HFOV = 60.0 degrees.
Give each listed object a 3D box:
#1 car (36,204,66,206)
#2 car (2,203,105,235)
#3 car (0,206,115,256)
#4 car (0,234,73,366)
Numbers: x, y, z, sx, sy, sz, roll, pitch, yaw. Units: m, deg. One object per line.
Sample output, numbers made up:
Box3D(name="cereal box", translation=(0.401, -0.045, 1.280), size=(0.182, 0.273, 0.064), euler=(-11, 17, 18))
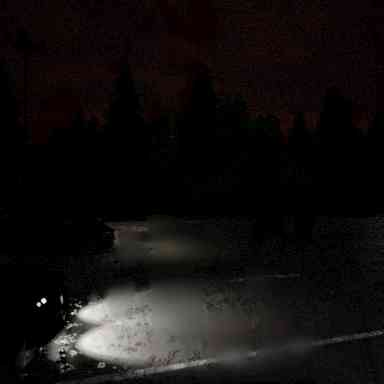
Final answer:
Box3D(name="car", translation=(-7.853, 1.437, 14.531), size=(4.892, 1.490, 1.837), euler=(0, 0, -18))
Box3D(name="car", translation=(-7.441, 1.400, 18.349), size=(5.008, 1.535, 1.882), euler=(0, 0, -18))
Box3D(name="car", translation=(-5.274, 1.426, 11.689), size=(5.008, 1.535, 1.882), euler=(0, 0, -18))
Box3D(name="car", translation=(-3.998, 1.537, 4.744), size=(4.181, 1.385, 1.994), euler=(0, 0, -18))
